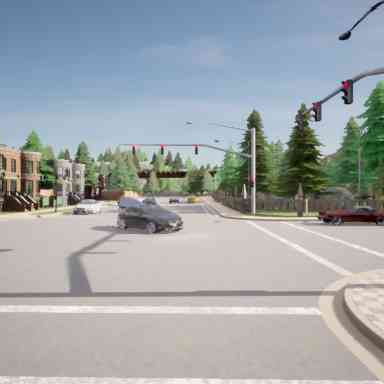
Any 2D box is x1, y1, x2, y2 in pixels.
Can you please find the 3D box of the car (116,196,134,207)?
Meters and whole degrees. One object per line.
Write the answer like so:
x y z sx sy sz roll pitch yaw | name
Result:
-10.574 1.477 52.664 1.882 1.535 5.008 0 0 1 | car

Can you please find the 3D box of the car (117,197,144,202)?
-7.124 1.478 38.397 1.882 1.535 5.008 0 0 0 | car

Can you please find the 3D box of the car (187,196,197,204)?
0.051 1.477 64.944 1.882 1.535 5.008 0 0 0 | car

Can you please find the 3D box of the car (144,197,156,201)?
-7.046 1.566 55.387 1.994 1.385 4.181 0 0 0 | car

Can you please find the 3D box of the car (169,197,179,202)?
-3.450 1.601 65.232 1.895 1.301 4.718 0 0 0 | car

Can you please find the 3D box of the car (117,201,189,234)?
-2.560 1.505 19.362 1.837 1.490 4.892 -3 2 -43 | car

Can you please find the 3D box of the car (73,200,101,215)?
-10.622 1.526 34.062 1.812 1.442 4.674 0 0 0 | car

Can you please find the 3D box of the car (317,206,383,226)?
11.171 1.601 22.914 4.718 1.301 1.895 0 0 2 | car
